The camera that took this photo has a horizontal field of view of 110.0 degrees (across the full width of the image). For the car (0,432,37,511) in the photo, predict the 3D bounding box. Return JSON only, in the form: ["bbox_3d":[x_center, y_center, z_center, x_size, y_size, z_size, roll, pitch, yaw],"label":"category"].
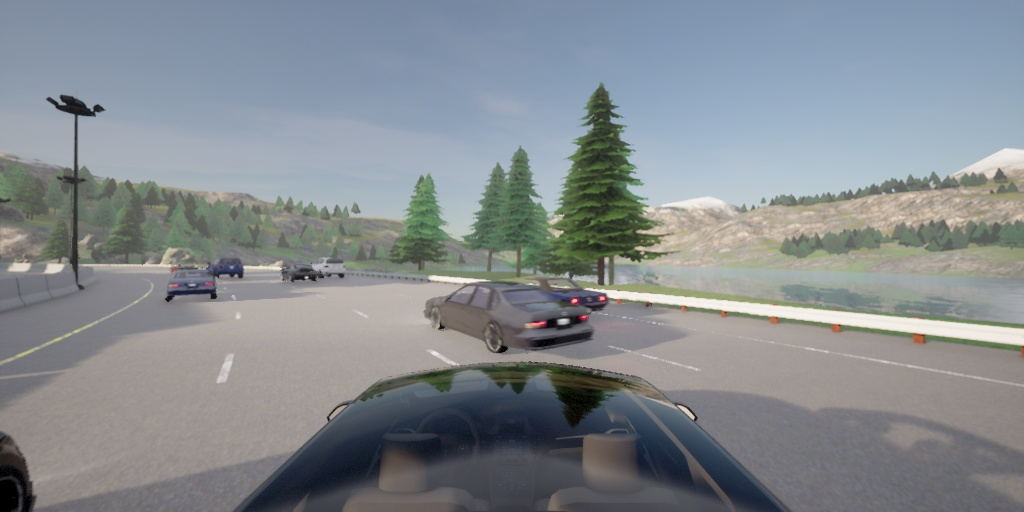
[{"bbox_3d":[-3.357,1.307,0.642,1.994,1.385,4.181,0,0,-32],"label":"car"}]

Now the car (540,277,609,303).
[{"bbox_3d":[1.066,1.423,13.030,1.895,1.301,4.718,0,-1,-35],"label":"car"}]

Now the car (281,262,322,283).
[{"bbox_3d":[-18.121,1.443,30.416,1.837,1.490,4.892,1,0,-44],"label":"car"}]

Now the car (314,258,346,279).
[{"bbox_3d":[-18.653,1.194,35.940,5.566,2.045,2.150,0,0,44],"label":"car"}]

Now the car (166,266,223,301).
[{"bbox_3d":[-16.407,1.406,18.394,2.033,1.411,5.357,0,-1,-41],"label":"car"}]

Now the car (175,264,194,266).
[{"bbox_3d":[-43.045,1.646,47.005,4.718,1.301,1.895,0,0,34],"label":"car"}]

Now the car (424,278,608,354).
[{"bbox_3d":[-0.436,1.344,9.046,2.033,1.411,5.357,0,0,-35],"label":"car"}]

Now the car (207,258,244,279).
[{"bbox_3d":[-28.405,1.191,35.480,5.566,2.045,2.150,0,0,41],"label":"car"}]
